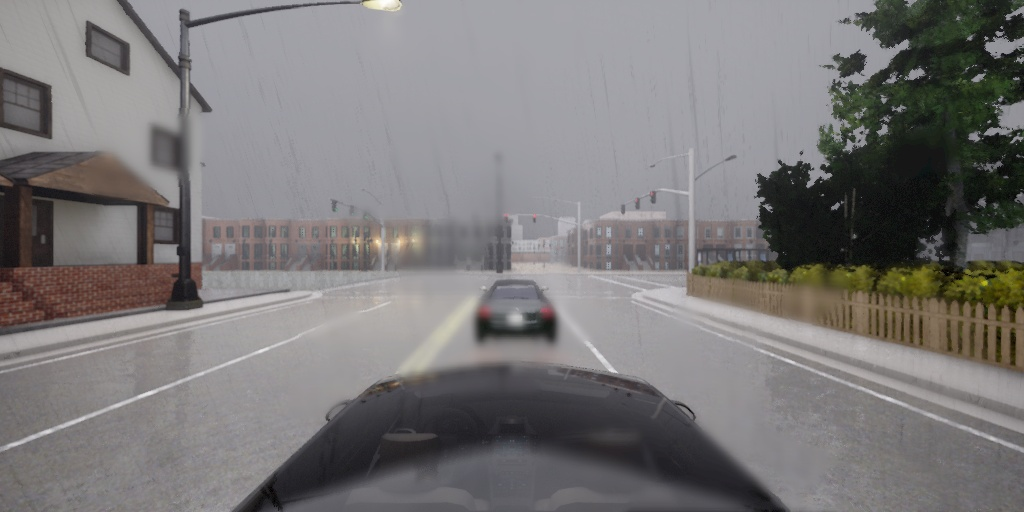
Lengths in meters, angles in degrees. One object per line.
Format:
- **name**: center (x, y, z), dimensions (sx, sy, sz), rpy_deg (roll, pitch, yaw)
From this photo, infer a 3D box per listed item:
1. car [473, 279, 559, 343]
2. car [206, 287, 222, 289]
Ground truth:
- **car**: center (0.098, 1.317, 9.687), dimensions (1.994, 1.385, 4.181), rpy_deg (0, 0, 0)
- **car**: center (-22.890, 3.419, 26.931), dimensions (5.566, 2.045, 2.150), rpy_deg (-13, 1, -1)
